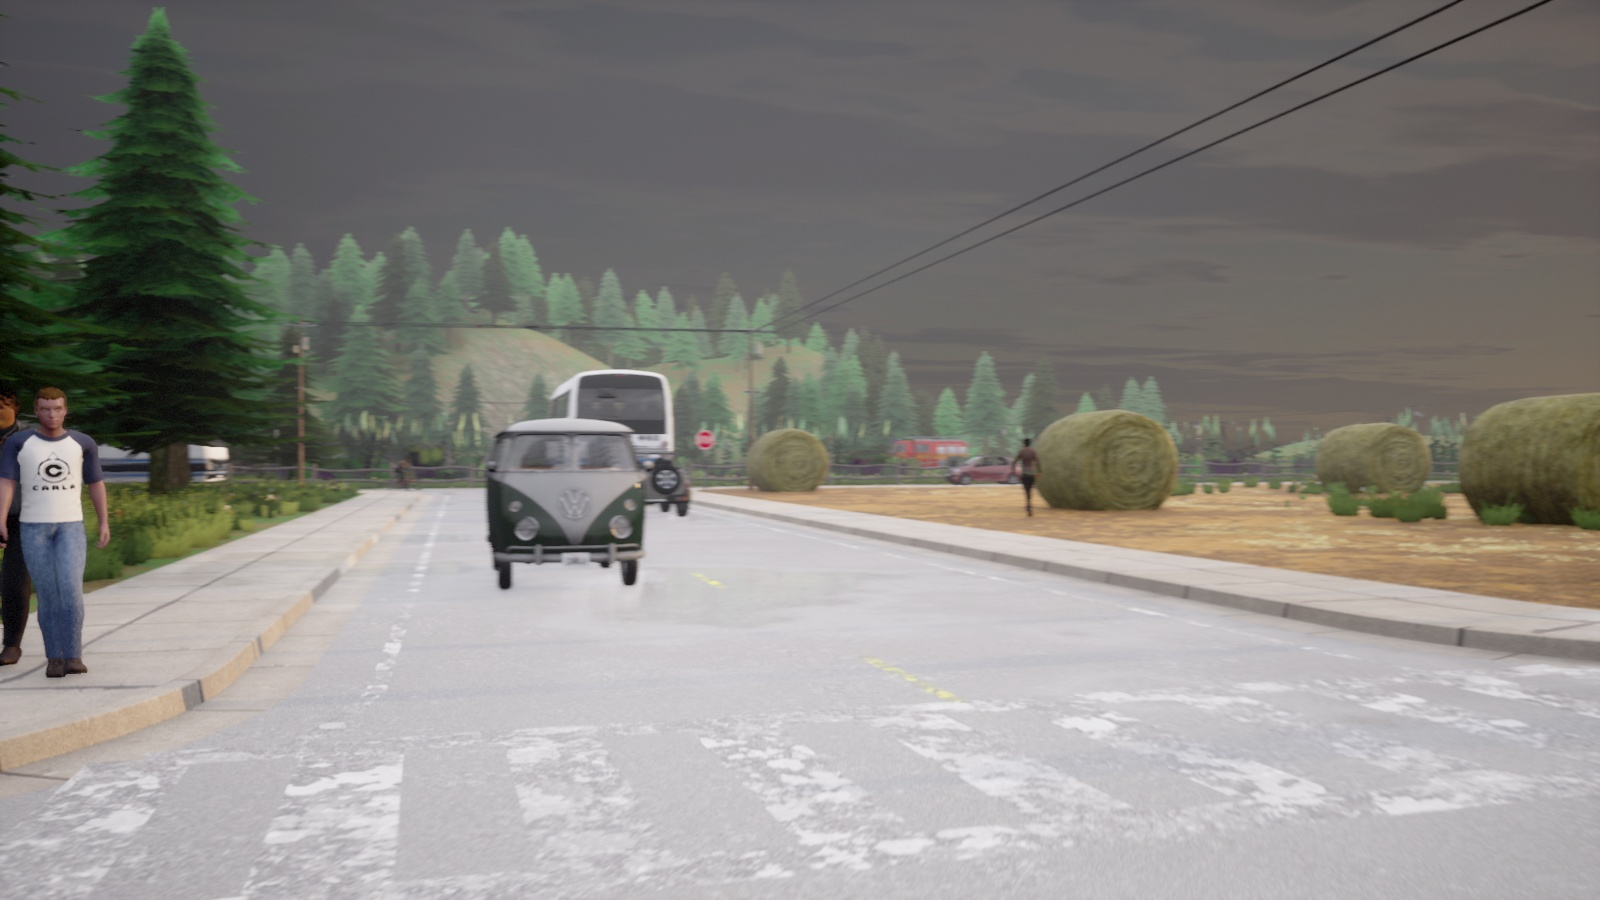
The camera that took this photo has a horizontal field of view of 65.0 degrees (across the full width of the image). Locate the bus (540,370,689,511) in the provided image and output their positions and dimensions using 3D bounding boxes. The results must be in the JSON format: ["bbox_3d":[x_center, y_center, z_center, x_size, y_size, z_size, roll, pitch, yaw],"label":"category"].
[{"bbox_3d":[-6.677,-0.260,43.412,3.944,4.253,10.273,0,0,-15],"label":"bus"}]

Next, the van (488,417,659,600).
[{"bbox_3d":[-3.020,0.648,16.015,1.775,1.987,4.442,0,0,-15],"label":"van"}]

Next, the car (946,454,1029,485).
[{"bbox_3d":[10.064,1.030,67.512,3.988,1.617,1.851,0,0,-12],"label":"car"}]

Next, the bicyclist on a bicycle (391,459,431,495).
[{"bbox_3d":[-17.556,1.214,56.697,1.656,1.620,0.582,0,1,15],"label":"bicyclist on a bicycle"}]

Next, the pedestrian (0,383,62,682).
[{"bbox_3d":[-5.134,0.510,8.069,0.540,1.848,0.694,0,0,-19],"label":"pedestrian"}]

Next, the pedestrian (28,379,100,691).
[{"bbox_3d":[-4.579,0.504,7.803,0.354,1.836,0.706,0,0,-33],"label":"pedestrian"}]

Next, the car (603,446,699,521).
[{"bbox_3d":[-4.068,0.844,33.601,1.932,1.855,4.605,0,0,-15],"label":"car"}]

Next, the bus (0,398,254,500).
[{"bbox_3d":[-30.000,-0.043,55.366,10.273,4.253,3.944,-1,0,-13],"label":"bus"}]

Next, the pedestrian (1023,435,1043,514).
[{"bbox_3d":[5.379,0.560,29.011,0.328,1.805,0.869,0,0,3],"label":"pedestrian"}]
